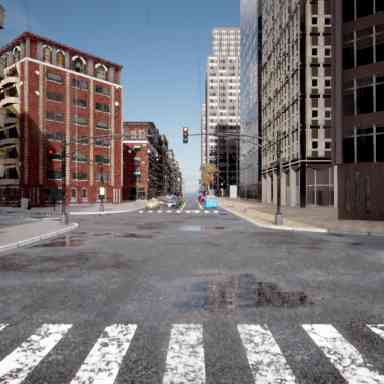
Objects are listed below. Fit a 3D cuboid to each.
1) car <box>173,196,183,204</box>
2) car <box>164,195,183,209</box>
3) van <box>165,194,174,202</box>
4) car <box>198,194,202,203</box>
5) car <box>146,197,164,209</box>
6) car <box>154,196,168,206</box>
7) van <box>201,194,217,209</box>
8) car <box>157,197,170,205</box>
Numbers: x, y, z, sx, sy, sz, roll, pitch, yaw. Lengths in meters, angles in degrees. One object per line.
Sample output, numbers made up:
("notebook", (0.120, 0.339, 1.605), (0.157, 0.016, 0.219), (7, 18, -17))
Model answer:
("car", (-2.775, 1.621, 66.420), (1.812, 1.442, 4.674), (0, 0, 1))
("car", (-2.813, 1.537, 45.966), (2.128, 1.511, 4.902), (0, 0, 2))
("van", (-5.312, 1.474, 79.090), (1.690, 1.788, 3.998), (0, 0, 0))
("car", (2.567, 1.644, 67.985), (1.887, 1.381, 4.507), (0, 0, 0))
("car", (-5.312, 1.570, 45.606), (1.752, 1.417, 4.829), (0, 0, 0))
("car", (-5.312, 1.510, 56.882), (1.967, 1.590, 4.097), (0, 0, 0))
("van", (2.569, 1.386, 45.776), (1.690, 1.788, 3.998), (0, 0, 0))
("car", (-5.313, 1.650, 62.434), (1.947, 1.339, 4.313), (0, 0, 0))
